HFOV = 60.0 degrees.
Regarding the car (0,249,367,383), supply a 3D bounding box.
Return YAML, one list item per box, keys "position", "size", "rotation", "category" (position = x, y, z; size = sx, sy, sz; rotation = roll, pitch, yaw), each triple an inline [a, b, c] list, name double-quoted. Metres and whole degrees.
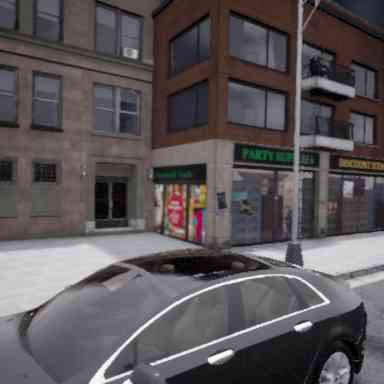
- position: [-0.225, 1.432, 3.270]
  size: [4.892, 1.490, 1.837]
  rotation: [1, 1, -34]
  category: "car"
